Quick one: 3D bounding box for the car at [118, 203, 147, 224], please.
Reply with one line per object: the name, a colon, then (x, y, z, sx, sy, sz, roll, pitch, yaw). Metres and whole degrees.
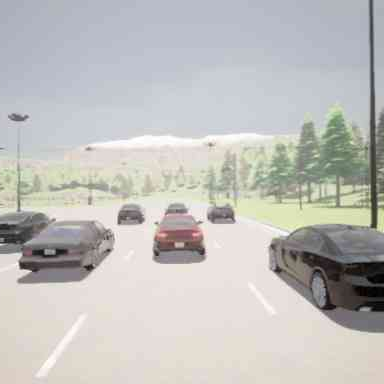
car: (-4.721, 1.659, 26.416, 1.837, 1.490, 4.892, -1, 0, -3)

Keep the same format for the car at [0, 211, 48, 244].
car: (-7.665, 1.657, 15.524, 1.837, 1.490, 4.892, -1, 0, -3)

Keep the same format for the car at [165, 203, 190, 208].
car: (-1.226, 1.615, 26.601, 1.837, 1.490, 4.892, -1, -1, -3)

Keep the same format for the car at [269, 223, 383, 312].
car: (3.263, 1.464, 7.789, 1.882, 1.535, 5.008, -1, 0, -3)

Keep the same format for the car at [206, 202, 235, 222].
car: (2.263, 1.557, 26.895, 2.128, 1.511, 4.902, -1, -1, -3)

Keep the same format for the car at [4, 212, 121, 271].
car: (-3.914, 1.638, 11.260, 2.033, 1.411, 5.357, -1, 0, -4)

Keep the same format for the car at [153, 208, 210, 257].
car: (-0.519, 1.580, 13.097, 1.812, 1.442, 4.674, -1, 0, -3)
